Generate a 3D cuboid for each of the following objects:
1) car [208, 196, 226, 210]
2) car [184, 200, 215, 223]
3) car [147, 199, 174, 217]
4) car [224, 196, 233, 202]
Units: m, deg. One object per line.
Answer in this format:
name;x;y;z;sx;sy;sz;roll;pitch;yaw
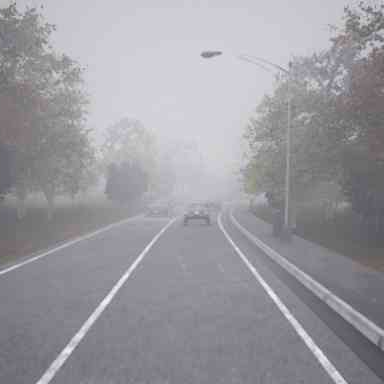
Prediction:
car;2.877;1.552;43.226;1.895;1.301;4.718;1;0;11
car;0.409;1.463;24.260;2.033;1.411;5.357;0;-1;2
car;-2.766;1.427;30.217;1.837;1.490;4.892;0;0;6
car;7.136;1.436;69.432;1.994;1.385;4.181;2;1;22
